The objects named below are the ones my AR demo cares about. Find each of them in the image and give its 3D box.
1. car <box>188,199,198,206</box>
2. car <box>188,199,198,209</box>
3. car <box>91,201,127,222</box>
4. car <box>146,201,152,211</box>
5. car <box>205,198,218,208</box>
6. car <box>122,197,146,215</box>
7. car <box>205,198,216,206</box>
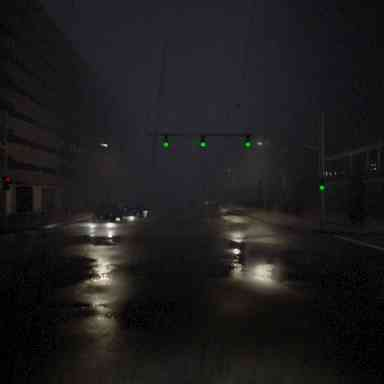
[{"bbox_3d":[0.266,2.242,70.020,2.033,1.411,5.357,0,-1,1],"label":"car"},{"bbox_3d":[0.189,2.129,58.040,2.033,1.411,5.357,0,-1,1],"label":"car"},{"bbox_3d":[-7.336,1.823,29.386,1.812,1.442,4.674,0,-1,0],"label":"car"},{"bbox_3d":[-7.129,2.049,49.758,2.033,1.411,5.357,0,-1,1],"label":"car"},{"bbox_3d":[3.712,2.089,59.830,2.128,1.511,4.902,0,-1,1],"label":"car"},{"bbox_3d":[-7.282,1.619,39.299,2.150,2.045,5.566,0,-1,1],"label":"car"},{"bbox_3d":[3.755,2.052,69.695,2.097,1.767,4.553,0,-1,1],"label":"car"}]
